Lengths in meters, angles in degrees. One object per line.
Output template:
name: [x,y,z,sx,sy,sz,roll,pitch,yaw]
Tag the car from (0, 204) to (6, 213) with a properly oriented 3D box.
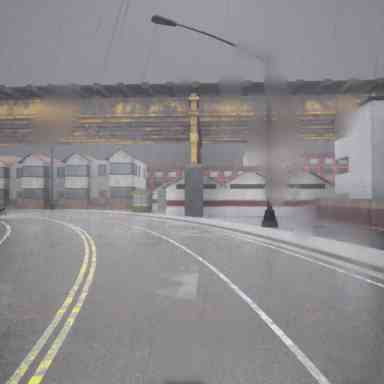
car: [-24.618,1.838,39.860,5.357,1.411,2.033,-1,-2,28]
